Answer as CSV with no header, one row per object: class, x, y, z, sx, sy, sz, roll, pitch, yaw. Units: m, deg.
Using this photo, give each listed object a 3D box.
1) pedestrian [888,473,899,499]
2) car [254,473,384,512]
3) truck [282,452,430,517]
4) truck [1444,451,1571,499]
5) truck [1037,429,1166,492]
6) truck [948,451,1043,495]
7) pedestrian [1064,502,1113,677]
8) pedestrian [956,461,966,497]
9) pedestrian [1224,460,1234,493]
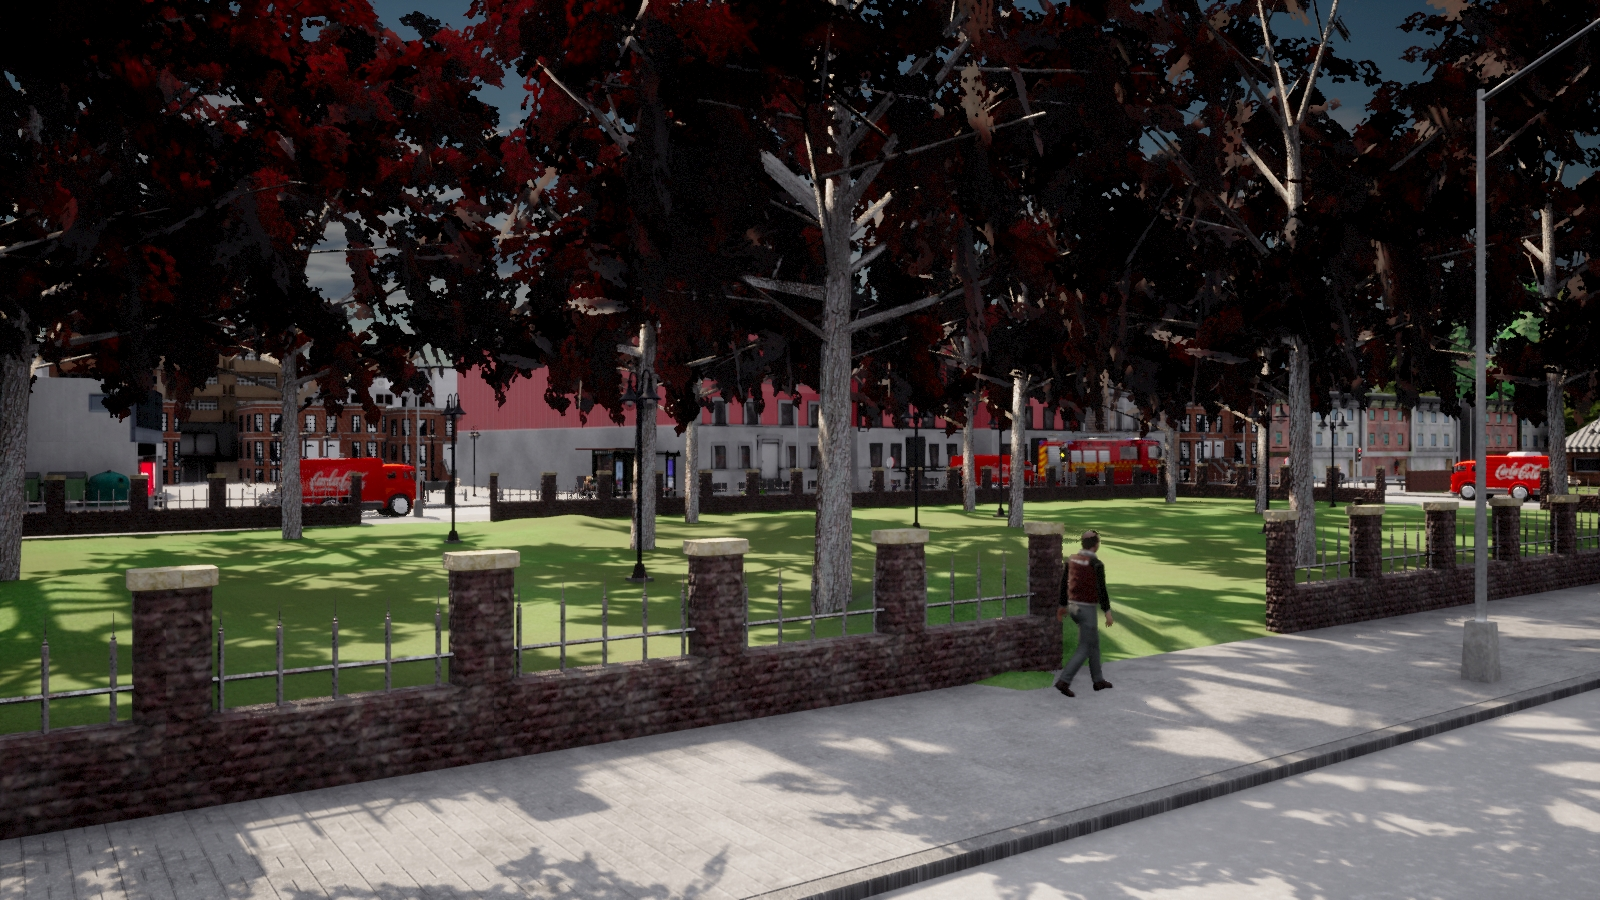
pedestrian,4.684,1.789,57.107,0.375,1.300,0.375,0,0,-36
car,-20.969,1.823,49.885,4.902,1.511,2.128,0,0,-35
truck,-18.218,1.350,46.937,5.204,2.467,2.627,-1,0,-35
truck,38.239,1.318,61.891,2.627,2.467,5.204,0,0,-35
truck,19.365,0.648,73.260,8.468,3.827,2.891,0,0,-31
truck,11.601,1.332,67.816,5.204,2.467,2.627,0,0,-35
pedestrian,3.168,1.518,12.553,0.375,1.860,0.375,0,0,-29
pedestrian,8.423,1.507,59.914,0.375,1.860,0.375,0,0,-26
pedestrian,24.476,1.502,65.199,0.375,1.860,0.375,0,0,-35
